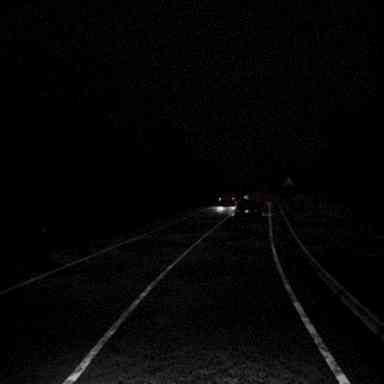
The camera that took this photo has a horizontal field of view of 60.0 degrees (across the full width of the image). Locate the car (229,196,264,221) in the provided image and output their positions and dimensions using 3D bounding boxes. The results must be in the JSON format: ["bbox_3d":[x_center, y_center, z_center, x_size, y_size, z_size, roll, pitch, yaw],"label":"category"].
[{"bbox_3d":[4.246,1.303,24.887,2.033,1.411,5.357,-1,1,13],"label":"car"}]

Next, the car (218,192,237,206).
[{"bbox_3d":[4.531,0.793,41.248,2.097,1.767,4.553,-1,1,13],"label":"car"}]

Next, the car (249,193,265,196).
[{"bbox_3d":[8.218,0.832,42.253,1.882,1.535,5.008,-1,1,13],"label":"car"}]
